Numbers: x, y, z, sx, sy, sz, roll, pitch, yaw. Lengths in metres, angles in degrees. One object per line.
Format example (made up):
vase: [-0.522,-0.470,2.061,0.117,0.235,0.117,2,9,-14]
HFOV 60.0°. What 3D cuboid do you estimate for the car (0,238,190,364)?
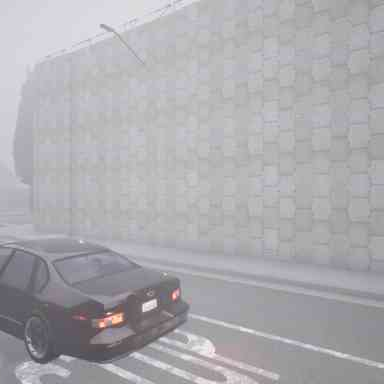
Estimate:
car: [-2.611,1.547,5.841,5.357,1.411,2.033,0,0,35]
